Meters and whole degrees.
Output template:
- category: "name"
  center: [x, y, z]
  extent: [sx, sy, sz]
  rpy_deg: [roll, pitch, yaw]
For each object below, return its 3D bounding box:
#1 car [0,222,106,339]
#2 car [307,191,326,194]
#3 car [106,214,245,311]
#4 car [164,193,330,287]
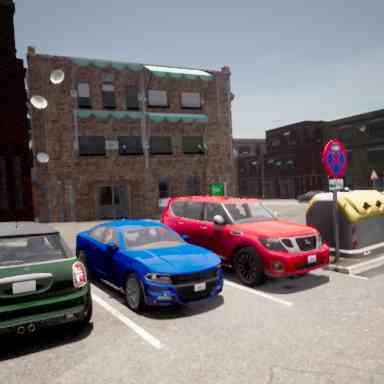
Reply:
- category: "car"
  center: [-3.591, 1.354, 6.405]
  extent: [2.185, 1.767, 4.553]
  rpy_deg: [0, 0, -36]
- category: "car"
  center: [14.434, 0.573, 39.374]
  extent: [1.812, 1.442, 4.674]
  rpy_deg: [-4, 0, -23]
- category: "car"
  center: [-1.310, 1.460, 8.079]
  extent: [2.097, 1.535, 5.008]
  rpy_deg: [-1, 0, -36]
- category: "car"
  center: [1.103, 1.164, 9.762]
  extent: [2.435, 2.045, 5.566]
  rpy_deg: [-1, 1, -36]
